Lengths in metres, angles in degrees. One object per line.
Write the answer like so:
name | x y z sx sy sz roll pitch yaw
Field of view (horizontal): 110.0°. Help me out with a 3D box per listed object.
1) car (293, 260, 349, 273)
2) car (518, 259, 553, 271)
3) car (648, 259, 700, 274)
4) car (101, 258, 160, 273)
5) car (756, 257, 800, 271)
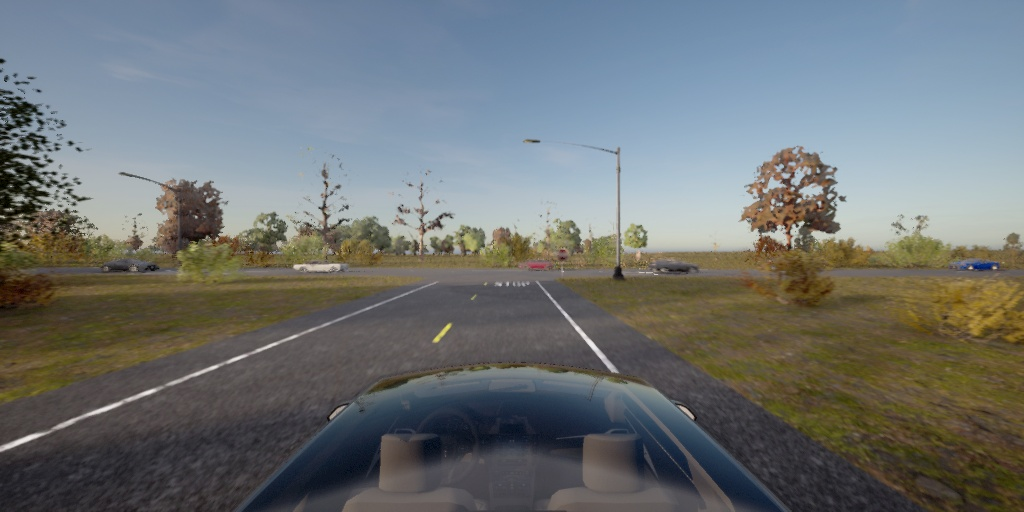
car | -18.776 1.036 35.524 4.718 1.301 1.895 0 1 -2
car | 2.818 1.029 43.088 4.181 1.385 1.994 0 0 -1
car | 16.424 1.056 36.447 4.902 1.511 2.128 0 1 -2
car | -37.156 0.916 34.986 4.181 1.385 1.994 0 1 -2
car | 32.581 0.865 43.926 4.553 1.767 2.097 1 1 -2
